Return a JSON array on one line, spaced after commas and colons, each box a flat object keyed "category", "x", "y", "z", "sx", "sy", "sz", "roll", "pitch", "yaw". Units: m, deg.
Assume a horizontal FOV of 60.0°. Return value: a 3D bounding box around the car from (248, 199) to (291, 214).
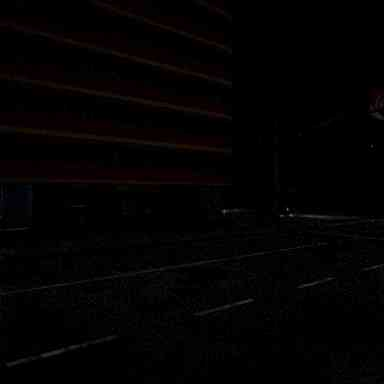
[{"category": "car", "x": 8.145, "y": 1.491, "z": 35.316, "sx": 2.128, "sy": 1.511, "sz": 4.902, "roll": 0, "pitch": 0, "yaw": -36}]
